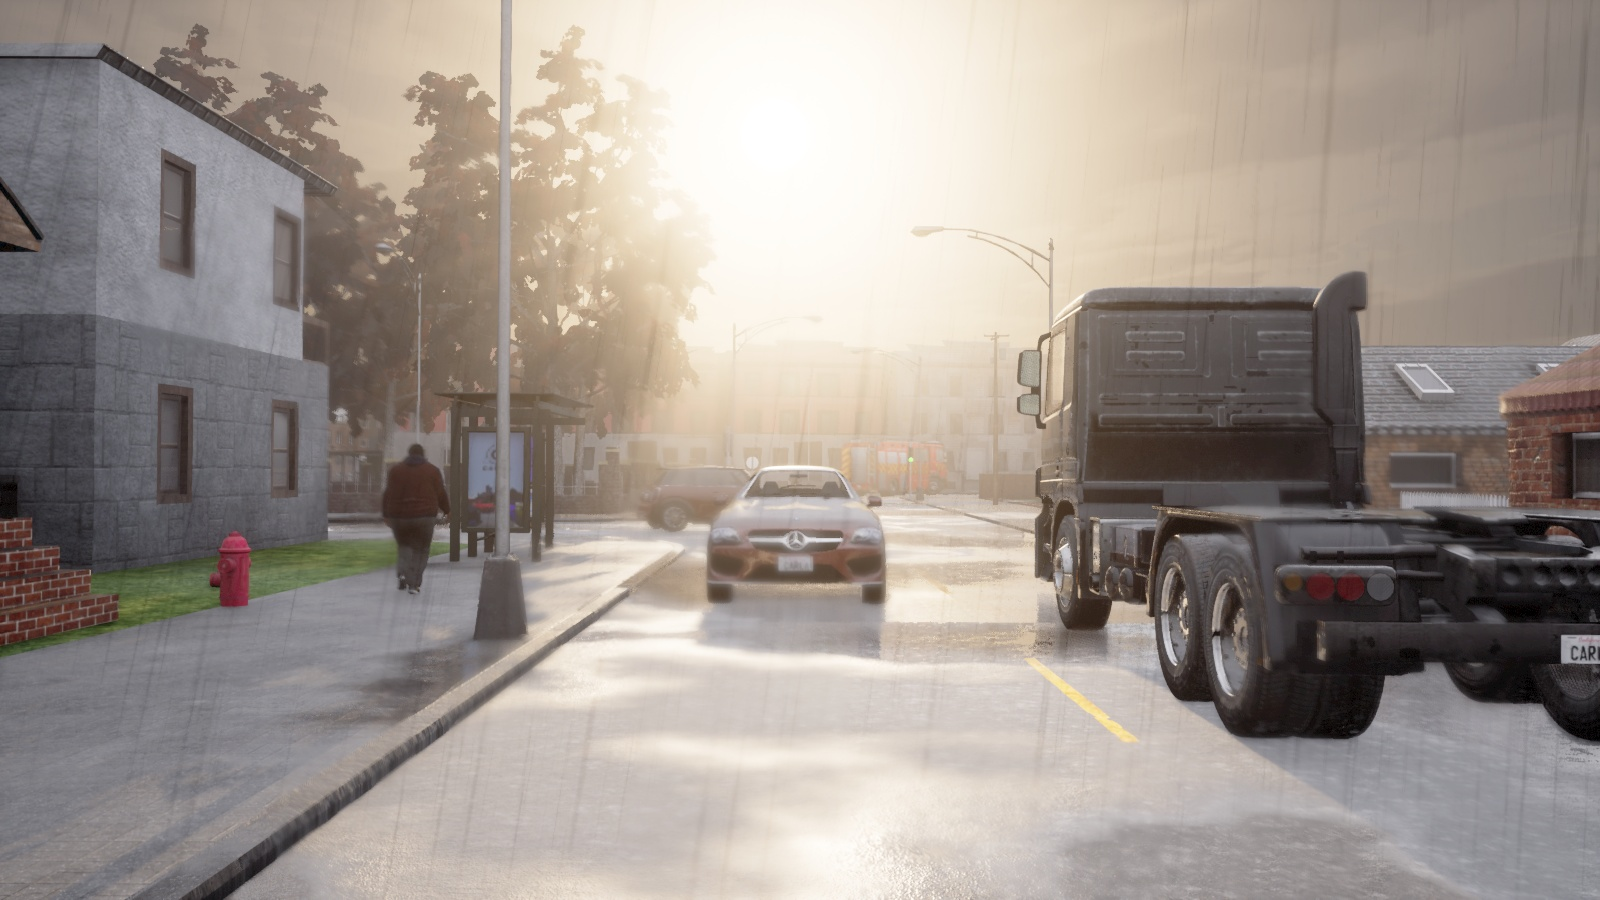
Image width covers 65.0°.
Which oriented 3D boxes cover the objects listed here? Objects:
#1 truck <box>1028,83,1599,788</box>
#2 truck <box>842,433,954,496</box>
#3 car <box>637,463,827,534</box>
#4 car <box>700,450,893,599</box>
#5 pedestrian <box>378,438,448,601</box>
[{"bbox_3d":[3.956,-0.013,10.135,2.891,3.462,7.936,0,-1,1],"label":"truck"},{"bbox_3d":[6.360,0.972,80.474,2.891,3.827,8.468,-1,-1,38],"label":"truck"},{"bbox_3d":[-1.791,1.230,32.812,4.553,1.767,2.097,0,-1,-18],"label":"car"},{"bbox_3d":[-0.014,0.870,16.533,2.152,1.651,5.027,0,-1,1],"label":"car"},{"bbox_3d":[-4.510,0.788,14.679,0.634,1.844,0.899,0,-1,-7],"label":"pedestrian"}]
